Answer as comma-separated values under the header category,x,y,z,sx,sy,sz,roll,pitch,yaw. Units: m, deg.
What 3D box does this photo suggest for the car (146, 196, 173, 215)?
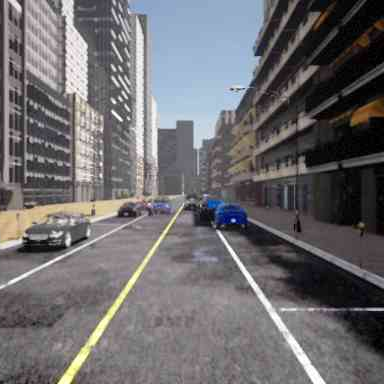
category,x,y,z,sx,sy,sz,roll,pitch,yaw
car,-3.104,1.354,33.378,2.097,1.767,4.553,0,0,0

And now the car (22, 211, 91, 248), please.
category,x,y,z,sx,sy,sz,roll,pitch,yaw
car,-5.698,1.550,14.497,2.008,1.369,4.403,0,0,0

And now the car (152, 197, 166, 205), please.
category,x,y,z,sx,sy,sz,roll,pitch,yaw
car,-5.714,1.573,58.679,2.008,1.369,4.403,0,0,0

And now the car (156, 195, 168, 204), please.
category,x,y,z,sx,sy,sz,roll,pitch,yaw
car,-5.716,1.468,64.203,1.967,1.590,4.097,0,0,0

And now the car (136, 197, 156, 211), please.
category,x,y,z,sx,sy,sz,roll,pitch,yaw
car,-5.708,1.447,42.112,1.967,1.590,4.097,0,0,0

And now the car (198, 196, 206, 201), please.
category,x,y,z,sx,sy,sz,roll,pitch,yaw
car,2.658,1.622,86.296,1.947,1.339,4.313,0,0,0

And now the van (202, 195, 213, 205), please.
category,x,y,z,sx,sy,sz,roll,pitch,yaw
van,2.667,1.364,58.681,1.690,1.788,3.998,0,0,0

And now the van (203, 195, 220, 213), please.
category,x,y,z,sx,sy,sz,roll,pitch,yaw
van,2.672,1.348,42.114,1.690,1.788,3.998,0,0,0

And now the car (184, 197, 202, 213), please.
category,x,y,z,sx,sy,sz,roll,pitch,yaw
car,0.015,1.608,41.975,1.895,1.301,4.718,0,0,1

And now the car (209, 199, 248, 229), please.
category,x,y,z,sx,sy,sz,roll,pitch,yaw
car,2.353,1.477,21.398,1.882,1.535,5.008,0,0,0

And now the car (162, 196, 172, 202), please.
category,x,y,z,sx,sy,sz,roll,pitch,yaw
car,-5.720,1.606,75.248,1.947,1.339,4.313,0,0,0

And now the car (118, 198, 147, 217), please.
category,x,y,z,sx,sy,sz,roll,pitch,yaw
car,-5.704,1.567,31.065,1.947,1.339,4.313,0,0,0

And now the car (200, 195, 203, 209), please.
category,x,y,z,sx,sy,sz,roll,pitch,yaw
car,2.669,1.562,53.158,1.887,1.381,4.507,0,0,0

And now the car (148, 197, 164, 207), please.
category,x,y,z,sx,sy,sz,roll,pitch,yaw
car,-5.712,1.568,53.156,2.008,1.369,4.403,0,0,0

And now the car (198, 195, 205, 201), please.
category,x,y,z,sx,sy,sz,roll,pitch,yaw
car,2.655,1.591,91.988,1.752,1.417,4.829,0,0,0

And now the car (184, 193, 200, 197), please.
category,x,y,z,sx,sy,sz,roll,pitch,yaw
car,-0.015,1.239,53.646,2.150,2.045,5.566,0,0,0
